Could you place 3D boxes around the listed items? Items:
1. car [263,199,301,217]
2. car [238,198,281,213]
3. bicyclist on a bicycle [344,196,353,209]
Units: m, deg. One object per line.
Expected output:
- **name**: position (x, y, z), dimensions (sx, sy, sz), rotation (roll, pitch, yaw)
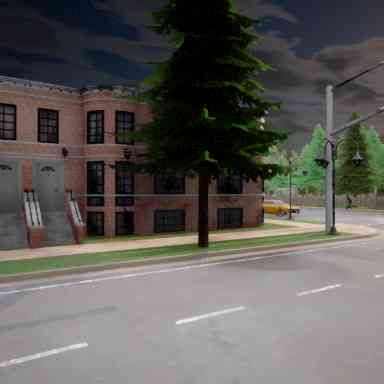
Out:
- **car**: position (7.912, 1.478, 31.204), dimensions (1.882, 1.535, 5.008), rotation (0, 0, -31)
- **car**: position (7.674, 1.490, 38.479), dimensions (2.128, 1.511, 4.902), rotation (0, 0, -31)
- **bicyclist on a bicycle**: position (19.144, 1.301, 40.639), dimensions (1.656, 1.620, 0.582), rotation (0, 0, -31)
